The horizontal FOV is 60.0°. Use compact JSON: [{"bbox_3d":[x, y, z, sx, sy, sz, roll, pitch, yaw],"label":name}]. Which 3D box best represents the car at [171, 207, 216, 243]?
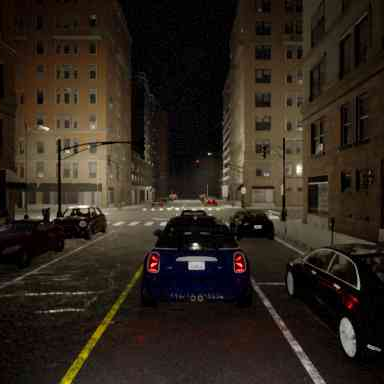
[{"bbox_3d":[0.084,1.564,16.714,1.994,1.385,4.181,0,0,0],"label":"car"}]

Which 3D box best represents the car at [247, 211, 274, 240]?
[{"bbox_3d":[2.894,1.566,16.644,1.947,1.339,4.313,0,0,0],"label":"car"}]

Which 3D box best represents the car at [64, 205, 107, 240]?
[{"bbox_3d":[-5.632,1.440,16.665,1.967,1.590,4.097,0,0,0],"label":"car"}]

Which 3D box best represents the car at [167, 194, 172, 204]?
[{"bbox_3d":[-5.460,1.605,64.584,2.008,1.369,4.403,0,0,0],"label":"car"}]

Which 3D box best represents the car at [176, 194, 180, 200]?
[{"bbox_3d":[-5.347,1.455,91.628,2.192,1.841,5.009,0,0,0],"label":"car"}]

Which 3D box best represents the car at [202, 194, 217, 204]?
[{"bbox_3d":[3.018,1.475,53.734,1.967,1.590,4.097,0,0,0],"label":"car"}]

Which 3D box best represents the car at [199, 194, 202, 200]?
[{"bbox_3d":[3.109,1.523,75.370,1.967,1.590,4.097,0,0,0],"label":"car"}]

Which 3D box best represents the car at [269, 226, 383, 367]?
[{"bbox_3d":[2.867,1.550,5.642,2.008,1.369,4.403,0,0,0],"label":"car"}]

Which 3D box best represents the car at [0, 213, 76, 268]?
[{"bbox_3d":[-5.645,1.582,11.164,1.802,1.307,4.206,0,0,0],"label":"car"}]

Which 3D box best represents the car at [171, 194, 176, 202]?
[{"bbox_3d":[-5.393,1.624,80.640,1.752,1.417,4.829,0,0,0],"label":"car"}]

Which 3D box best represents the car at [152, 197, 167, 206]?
[{"bbox_3d":[-5.507,1.617,53.768,1.802,1.307,4.206,0,0,0],"label":"car"}]

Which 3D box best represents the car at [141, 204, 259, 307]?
[{"bbox_3d":[0.097,1.352,8.131,2.097,1.767,4.553,0,0,0],"label":"car"}]

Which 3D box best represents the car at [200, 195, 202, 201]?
[{"bbox_3d":[3.064,1.606,64.552,2.008,1.369,4.403,0,0,0],"label":"car"}]
